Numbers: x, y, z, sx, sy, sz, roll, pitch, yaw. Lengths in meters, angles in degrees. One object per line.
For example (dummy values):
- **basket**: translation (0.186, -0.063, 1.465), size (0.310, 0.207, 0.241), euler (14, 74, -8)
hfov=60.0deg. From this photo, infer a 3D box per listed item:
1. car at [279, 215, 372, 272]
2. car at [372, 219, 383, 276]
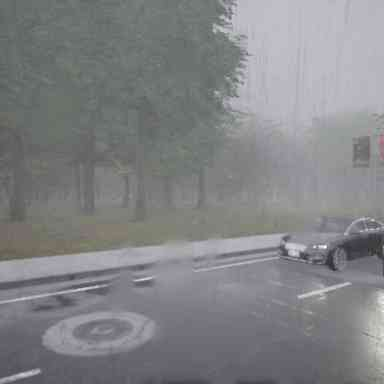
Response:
- **car**: translation (4.998, 1.565, 11.247), size (4.902, 1.511, 2.128), euler (1, 0, -36)
- **car**: translation (6.953, 1.426, 8.649), size (4.553, 1.767, 2.097), euler (1, 0, -35)
